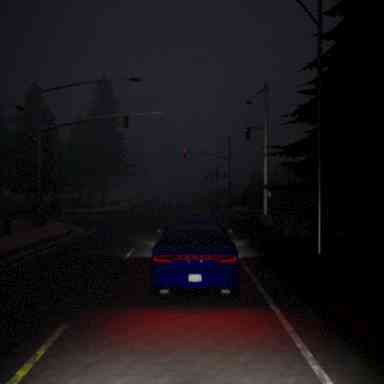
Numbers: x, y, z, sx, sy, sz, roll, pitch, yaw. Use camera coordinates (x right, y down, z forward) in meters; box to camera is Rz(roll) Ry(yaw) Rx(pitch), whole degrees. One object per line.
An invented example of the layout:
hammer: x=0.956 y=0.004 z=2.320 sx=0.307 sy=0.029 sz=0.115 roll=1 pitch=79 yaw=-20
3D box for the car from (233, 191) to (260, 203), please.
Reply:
car: x=8.546 y=0.805 z=52.083 sx=3.866 sy=1.878 sz=1.905 roll=0 pitch=0 yaw=0

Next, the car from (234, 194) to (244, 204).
car: x=8.956 y=0.819 z=49.572 sx=4.605 sy=1.855 sz=1.932 roll=0 pitch=0 yaw=0

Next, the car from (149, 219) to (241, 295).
car: x=0.079 y=1.420 z=8.623 sx=1.882 sy=1.535 sz=5.008 roll=0 pitch=0 yaw=1
